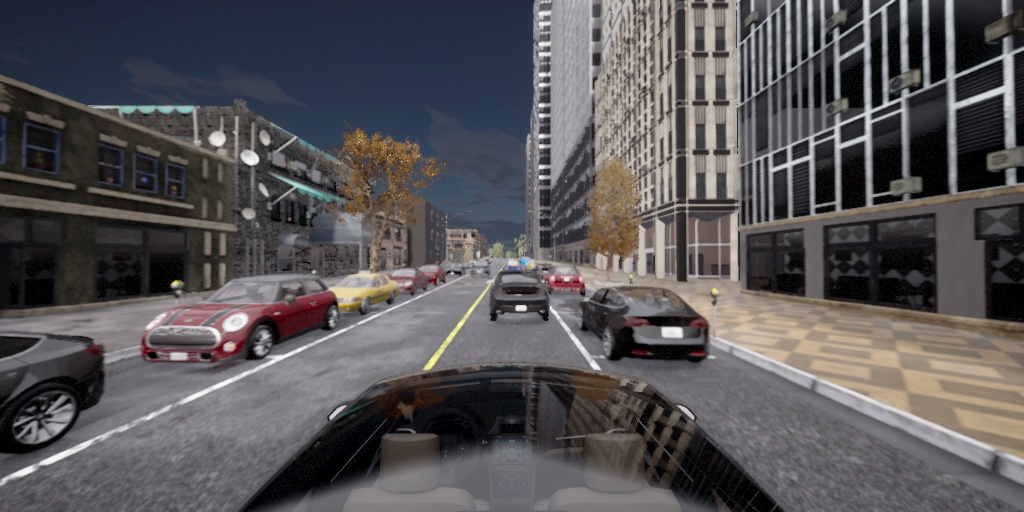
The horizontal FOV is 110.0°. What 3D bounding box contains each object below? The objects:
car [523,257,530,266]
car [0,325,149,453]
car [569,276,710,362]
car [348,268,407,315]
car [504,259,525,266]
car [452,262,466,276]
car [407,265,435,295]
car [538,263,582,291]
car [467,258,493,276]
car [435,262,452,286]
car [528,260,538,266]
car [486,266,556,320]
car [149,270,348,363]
[{"bbox_3d":[2.660,1.227,47.734,1.751,1.417,4.829,0,0,0],"label":"car"},{"bbox_3d":[-5.689,1.315,2.467,1.948,1.339,4.313,0,0,0],"label":"car"},{"bbox_3d":[2.658,1.308,8.055,1.948,1.339,4.313,0,0,0],"label":"car"},{"bbox_3d":[-5.689,1.262,13.585,1.751,1.417,4.829,0,0,0],"label":"car"},{"bbox_3d":[0.101,1.312,38.364,1.895,1.301,4.718,0,0,0],"label":"car"},{"bbox_3d":[-5.689,1.279,36.331,1.948,1.339,4.313,0,0,0],"label":"car"},{"bbox_3d":[-5.689,1.312,19.399,1.802,1.307,4.207,0,0,0],"label":"car"},{"bbox_3d":[2.659,1.170,19.344,1.967,1.591,4.097,0,0,0],"label":"car"},{"bbox_3d":[-3.076,1.239,36.271,1.812,1.442,4.674,0,0,0],"label":"car"},{"bbox_3d":[-5.689,1.270,25.043,1.888,1.381,4.507,0,0,0],"label":"car"},{"bbox_3d":[2.659,1.284,30.632,1.948,1.339,4.313,0,0,0],"label":"car"},{"bbox_3d":[0.176,1.242,12.581,1.837,1.490,4.892,0,0,-2],"label":"car"},{"bbox_3d":[-5.689,1.183,8.111,1.967,1.591,4.097,0,0,0],"label":"car"}]
